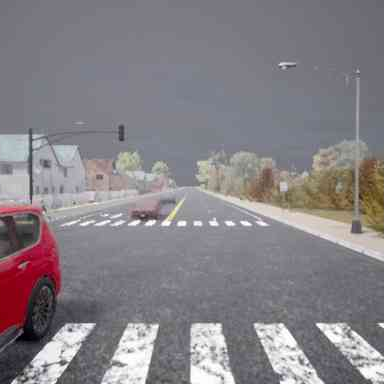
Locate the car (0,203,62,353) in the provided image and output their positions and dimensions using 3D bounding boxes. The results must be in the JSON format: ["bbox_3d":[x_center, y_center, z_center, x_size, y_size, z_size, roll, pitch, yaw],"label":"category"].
[{"bbox_3d":[-3.251,1.209,3.382,2.150,2.045,5.566,0,1,0],"label":"car"}]

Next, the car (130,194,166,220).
[{"bbox_3d":[-3.249,1.199,24.450,1.882,1.535,5.008,0,2,0],"label":"car"}]

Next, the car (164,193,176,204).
[{"bbox_3d":[-3.255,0.880,46.088,1.882,1.535,5.008,0,1,0],"label":"car"}]
